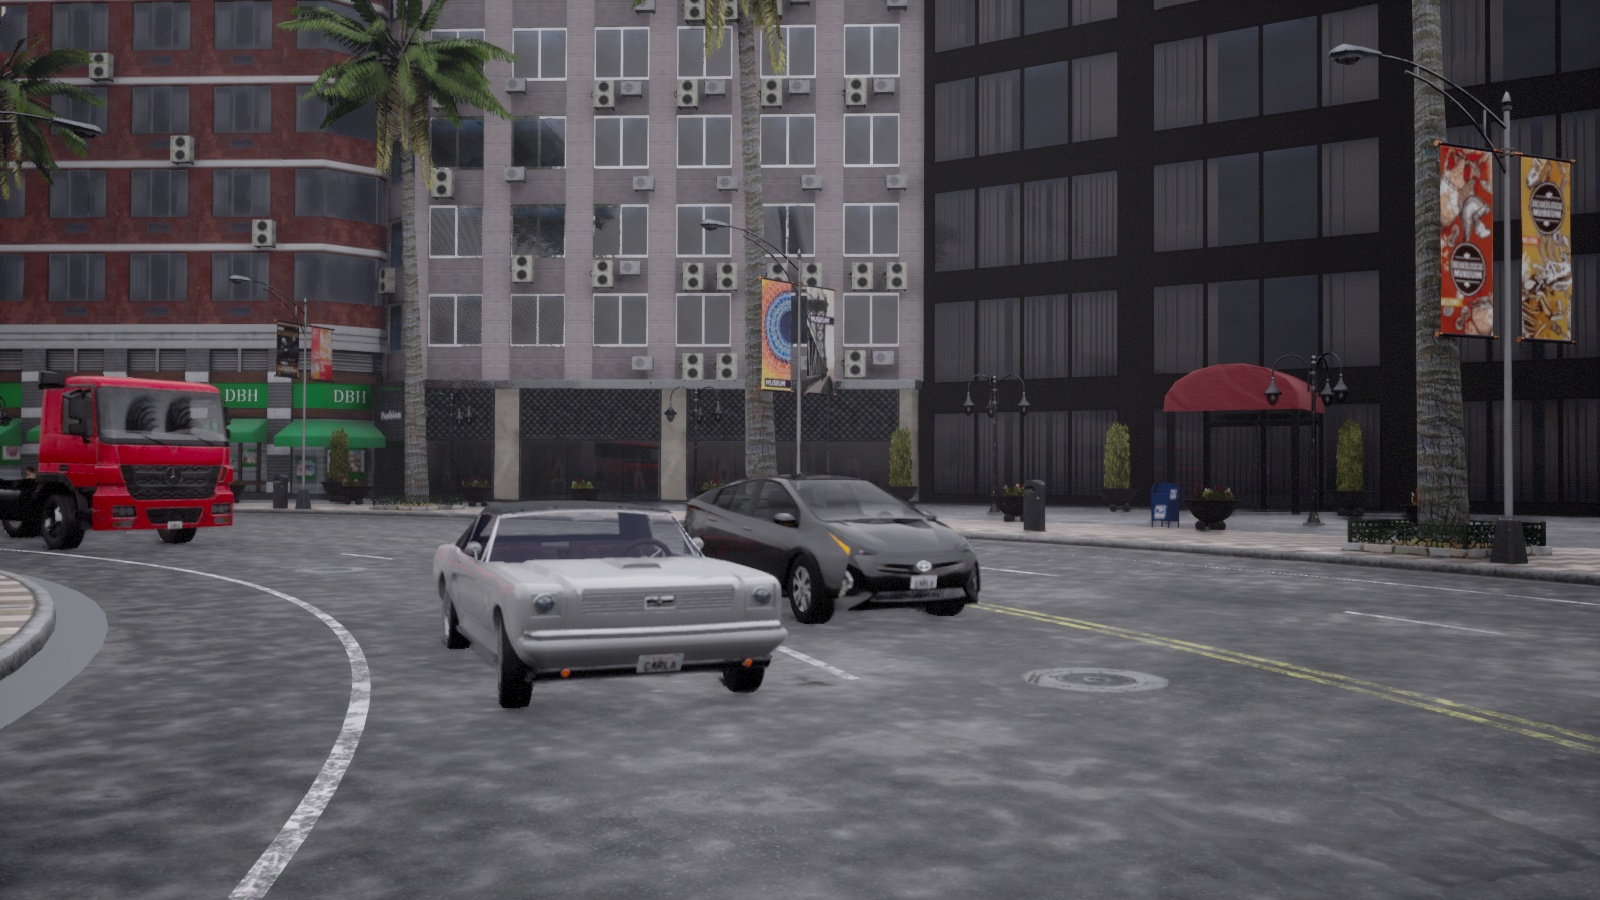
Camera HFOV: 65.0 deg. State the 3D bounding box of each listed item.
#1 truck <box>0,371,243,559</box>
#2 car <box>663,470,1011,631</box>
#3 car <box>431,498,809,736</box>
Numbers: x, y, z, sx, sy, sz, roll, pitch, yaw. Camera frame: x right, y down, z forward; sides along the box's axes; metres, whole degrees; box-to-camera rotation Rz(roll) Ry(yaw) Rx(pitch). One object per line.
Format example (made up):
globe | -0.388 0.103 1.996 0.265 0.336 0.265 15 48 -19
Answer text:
truck | -15.562 0.337 26.355 7.936 3.462 2.891 -1 -1 29
car | 0.213 1.002 14.415 2.007 1.525 4.514 0 -1 -28
car | -1.712 1.090 10.015 1.895 1.301 4.718 0 -1 -22
